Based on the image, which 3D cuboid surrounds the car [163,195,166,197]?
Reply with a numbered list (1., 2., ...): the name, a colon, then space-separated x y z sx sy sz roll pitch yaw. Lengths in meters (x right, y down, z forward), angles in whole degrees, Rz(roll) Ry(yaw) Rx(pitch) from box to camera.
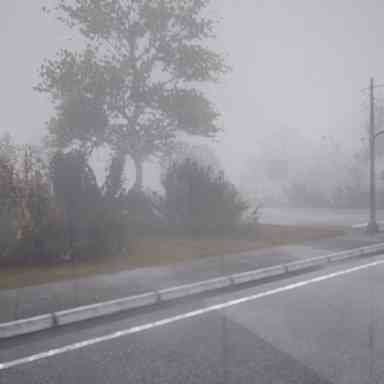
1. car: -4.456 1.528 52.653 5.566 2.045 2.150 -2 0 40
